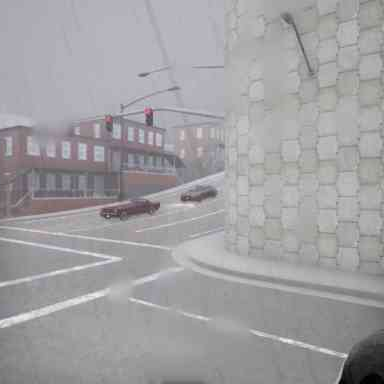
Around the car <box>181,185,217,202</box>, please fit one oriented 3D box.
[{"bbox_3d":[0.690,0.078,32.099,1.994,1.385,4.181,0,9,36],"label":"car"}]

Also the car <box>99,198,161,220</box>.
[{"bbox_3d":[-4.542,1.187,24.715,1.895,1.301,4.718,0,5,35],"label":"car"}]

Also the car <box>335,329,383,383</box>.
[{"bbox_3d":[3.327,1.492,1.591,4.902,1.511,2.128,0,0,36],"label":"car"}]
